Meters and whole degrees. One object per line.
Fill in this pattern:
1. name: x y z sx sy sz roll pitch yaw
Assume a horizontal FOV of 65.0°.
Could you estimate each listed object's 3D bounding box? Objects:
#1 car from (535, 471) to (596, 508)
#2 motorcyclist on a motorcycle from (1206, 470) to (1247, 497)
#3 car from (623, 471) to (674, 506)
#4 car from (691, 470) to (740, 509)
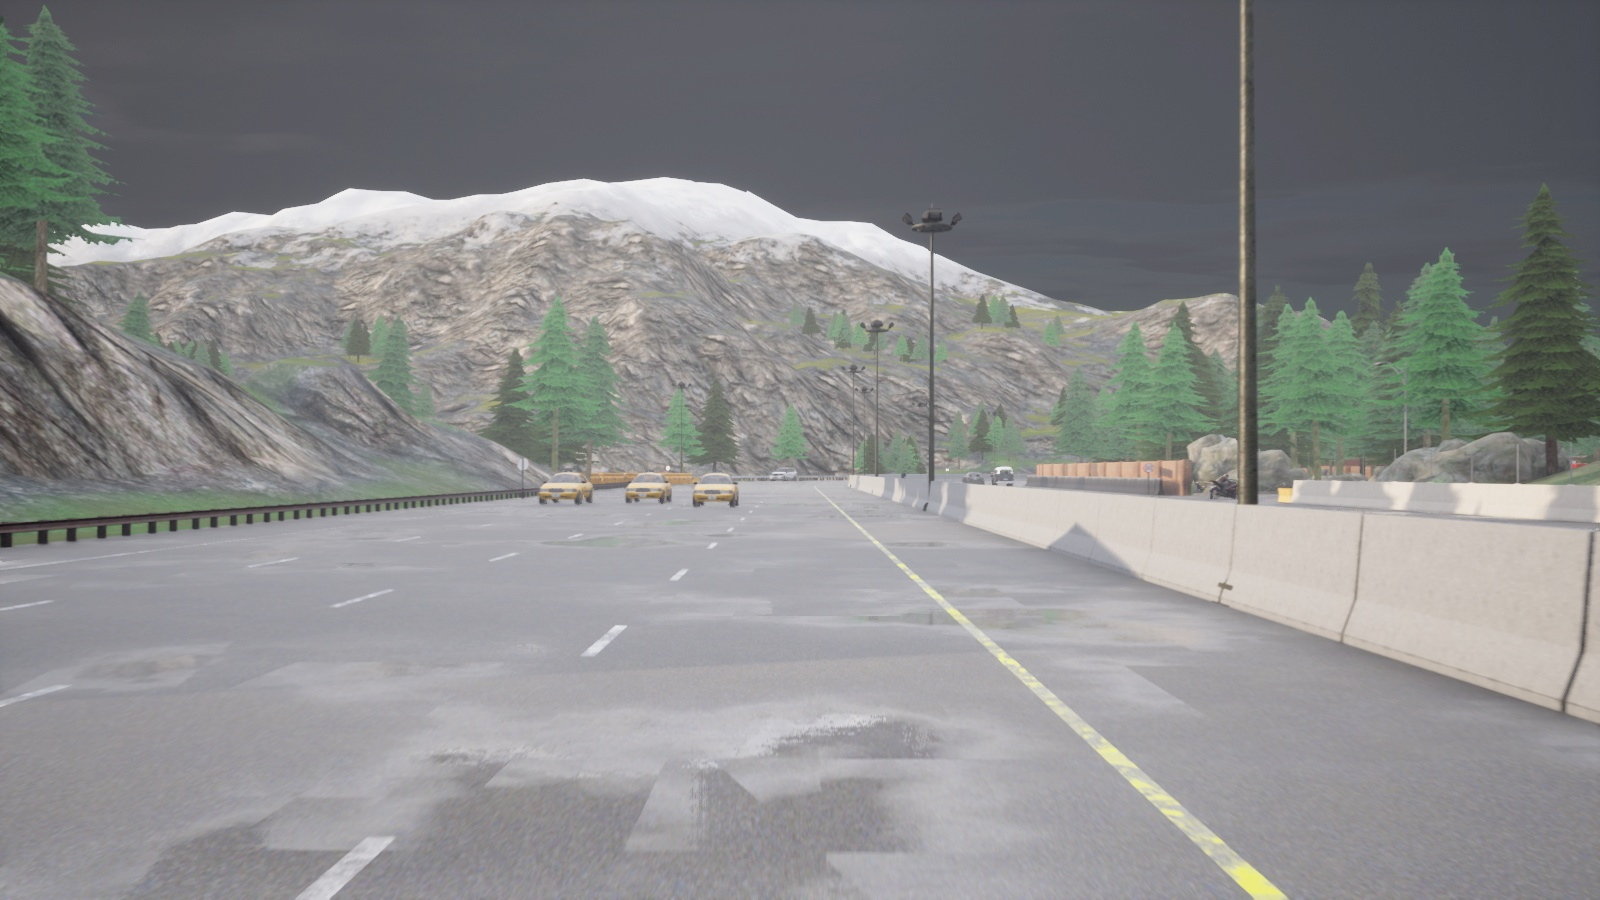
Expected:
1. car: -10.639 1.756 57.432 1.801 1.575 5.366 0 -1 0
2. motorcyclist on a motorcycle: 25.100 1.985 73.840 2.191 1.530 0.866 0 1 -19
3. car: -7.145 1.780 59.721 1.801 1.575 5.366 0 -1 0
4. car: -3.633 1.684 54.748 1.801 1.575 5.366 0 -1 0
